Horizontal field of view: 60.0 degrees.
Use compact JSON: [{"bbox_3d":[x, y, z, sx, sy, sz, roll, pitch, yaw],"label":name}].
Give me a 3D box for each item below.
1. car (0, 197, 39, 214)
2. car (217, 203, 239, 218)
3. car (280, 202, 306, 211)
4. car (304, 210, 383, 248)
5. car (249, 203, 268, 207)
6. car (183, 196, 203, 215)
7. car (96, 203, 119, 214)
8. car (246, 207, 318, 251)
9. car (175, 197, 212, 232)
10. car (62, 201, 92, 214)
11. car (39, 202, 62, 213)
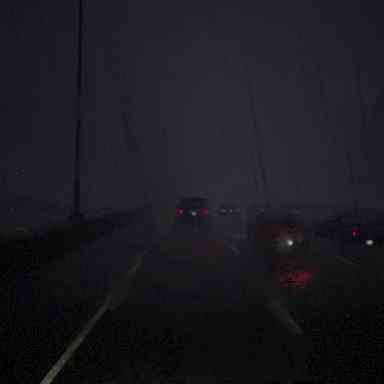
[{"bbox_3d":[-21.016,1.574,39.802,2.150,2.045,5.566,0,-1,0],"label":"car"},{"bbox_3d":[3.601,1.826,33.530,2.033,1.411,5.357,0,0,0],"label":"car"},{"bbox_3d":[10.601,1.798,35.302,1.837,1.490,4.892,0,0,0],"label":"car"},{"bbox_3d":[7.100,1.730,15.510,1.895,1.301,4.718,0,0,0],"label":"car"},{"bbox_3d":[7.101,1.859,35.590,1.994,1.385,4.181,0,0,0],"label":"car"},{"bbox_3d":[0.098,1.569,39.816,2.150,2.045,5.566,0,-1,0],"label":"car"},{"bbox_3d":[-10.499,2.039,41.529,1.895,1.301,4.718,0,-1,0],"label":"car"},{"bbox_3d":[3.600,1.627,14.660,1.837,1.490,4.892,0,0,0],"label":"car"},{"bbox_3d":[0.100,1.394,21.538,2.150,2.045,5.566,0,-1,0],"label":"car"},{"bbox_3d":[-13.999,1.873,41.542,1.882,1.535,5.008,0,-1,0],"label":"car"},{"bbox_3d":[-17.499,1.981,41.559,1.994,1.385,4.181,0,-1,0],"label":"car"}]
